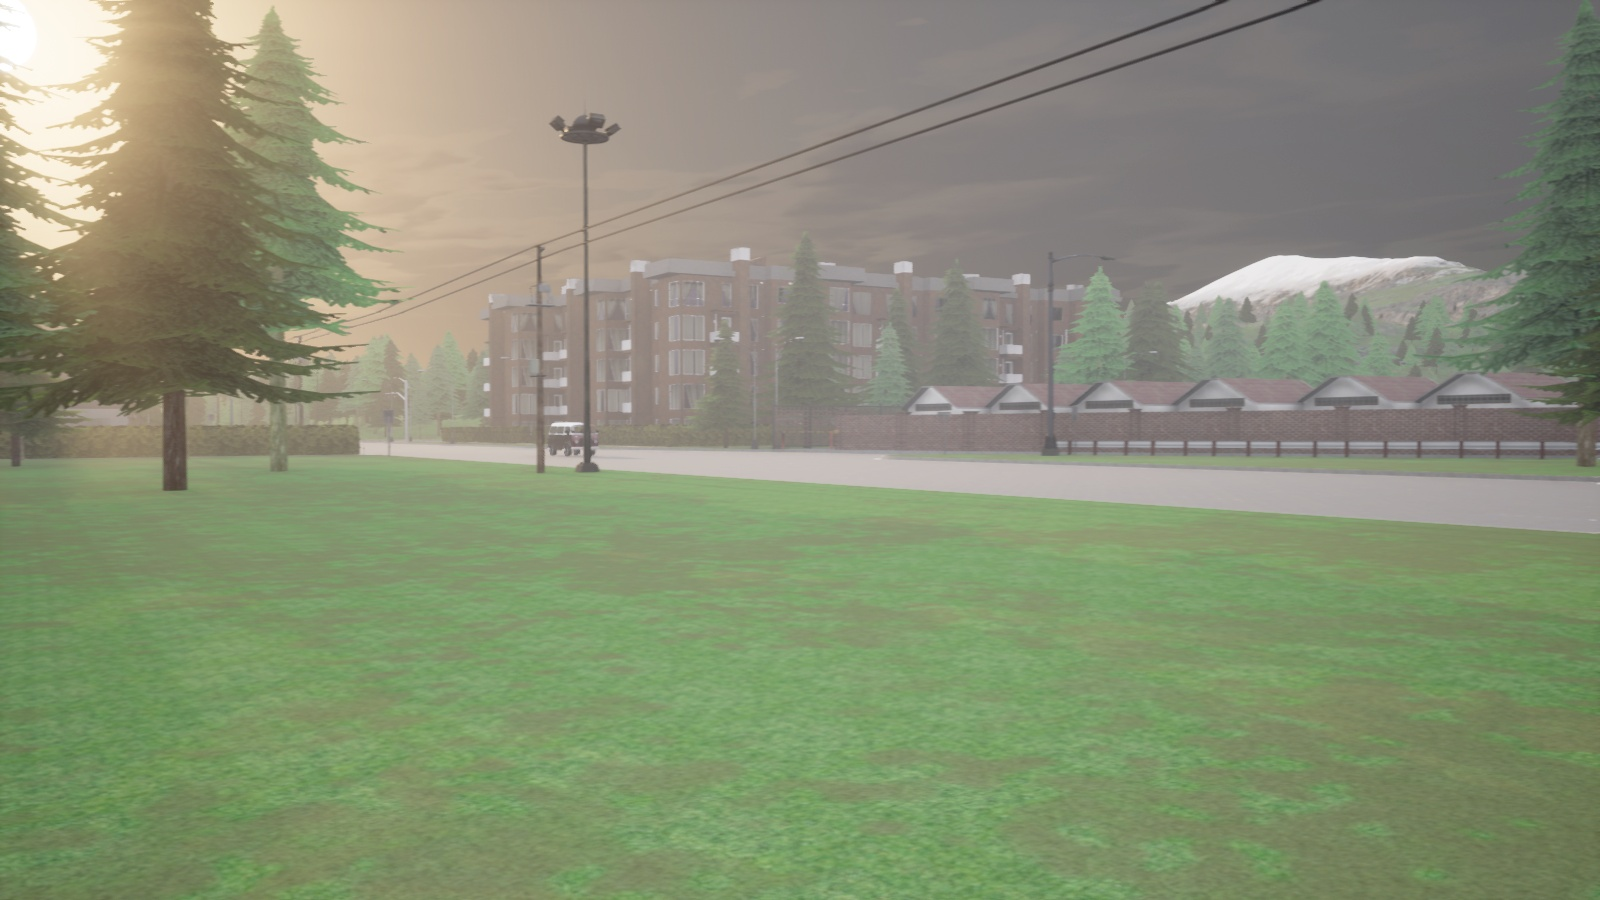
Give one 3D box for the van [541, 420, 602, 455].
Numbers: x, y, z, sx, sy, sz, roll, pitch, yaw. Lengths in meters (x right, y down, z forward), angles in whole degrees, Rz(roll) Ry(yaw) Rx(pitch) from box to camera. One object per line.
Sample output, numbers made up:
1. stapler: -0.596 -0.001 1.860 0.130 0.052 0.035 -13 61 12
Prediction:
1. van: -13.613 -0.743 74.718 2.069 2.038 4.480 0 1 -31
